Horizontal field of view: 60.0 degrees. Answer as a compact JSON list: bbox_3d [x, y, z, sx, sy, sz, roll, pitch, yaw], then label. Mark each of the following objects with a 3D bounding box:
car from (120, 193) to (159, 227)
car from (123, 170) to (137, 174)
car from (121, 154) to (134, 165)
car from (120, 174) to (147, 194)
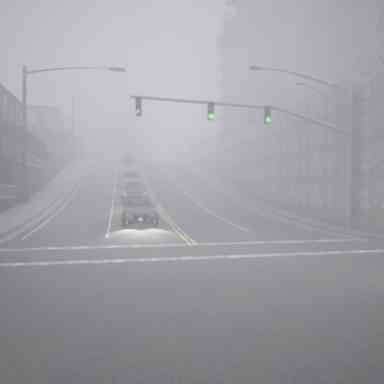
[{"bbox_3d":[-3.086,1.097,19.413,1.994,1.385,4.181,0,5,-12],"label":"car"},{"bbox_3d":[-6.794,-1.610,36.612,2.033,1.411,5.357,0,12,-12],"label":"car"},{"bbox_3d":[-10.168,-5.302,52.692,1.882,1.535,5.008,0,11,-12],"label":"car"},{"bbox_3d":[-4.909,-0.126,27.874,2.097,1.767,4.553,0,9,-13],"label":"car"}]
